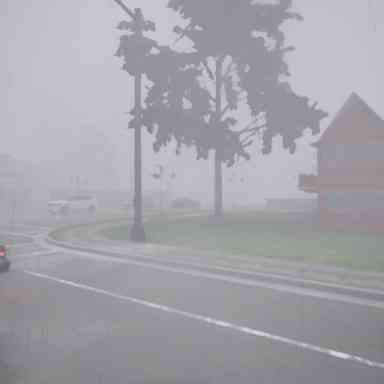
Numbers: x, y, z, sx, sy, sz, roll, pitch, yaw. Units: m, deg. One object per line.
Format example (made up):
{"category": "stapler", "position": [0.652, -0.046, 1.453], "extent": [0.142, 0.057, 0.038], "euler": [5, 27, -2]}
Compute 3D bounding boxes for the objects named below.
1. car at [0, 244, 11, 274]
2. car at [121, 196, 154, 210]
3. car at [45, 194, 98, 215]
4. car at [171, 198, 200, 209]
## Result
{"category": "car", "position": [-6.982, 1.557, 8.963], "extent": [5.357, 1.411, 2.033], "euler": [0, 0, 36]}
{"category": "car", "position": [-6.921, 1.379, 42.771], "extent": [2.097, 1.767, 4.553], "euler": [0, 0, 34]}
{"category": "car", "position": [-12.382, 1.248, 34.711], "extent": [2.150, 2.045, 5.566], "euler": [0, 0, 34]}
{"category": "car", "position": [-0.762, 1.502, 45.326], "extent": [1.882, 1.535, 5.008], "euler": [0, 0, 34]}
